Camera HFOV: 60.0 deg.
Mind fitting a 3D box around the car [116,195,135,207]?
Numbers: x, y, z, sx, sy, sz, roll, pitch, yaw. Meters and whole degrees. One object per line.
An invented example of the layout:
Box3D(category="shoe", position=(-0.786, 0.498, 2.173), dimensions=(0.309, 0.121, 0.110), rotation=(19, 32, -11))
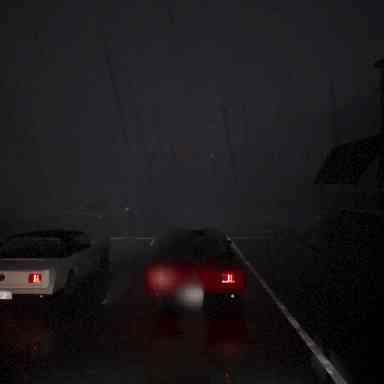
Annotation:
Box3D(category="car", position=(-10.597, 1.526, 52.043), dimensions=(1.812, 1.442, 4.674), rotation=(0, 0, 0))

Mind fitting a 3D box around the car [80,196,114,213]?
Box3D(category="car", position=(-10.605, 1.548, 37.966), dimensions=(2.033, 1.411, 5.357), rotation=(0, 0, 0))

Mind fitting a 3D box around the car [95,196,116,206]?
Box3D(category="car", position=(-14.095, 1.490, 54.325), dimensions=(2.128, 1.511, 4.902), rotation=(0, 0, 0))

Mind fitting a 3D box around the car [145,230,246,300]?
Box3D(category="car", position=(0.077, 1.601, 8.323), dimensions=(1.895, 1.301, 4.718), rotation=(0, 0, 0))

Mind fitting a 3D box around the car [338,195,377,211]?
Box3D(category="car", position=(14.158, 1.057, 28.512), dimensions=(4.181, 1.385, 1.994), rotation=(-14, 0, -1))

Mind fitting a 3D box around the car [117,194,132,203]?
Box3D(category="car", position=(-14.008, 1.355, 69.310), dimensions=(2.097, 1.767, 4.553), rotation=(0, 0, 0))

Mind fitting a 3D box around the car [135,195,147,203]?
Box3D(category="car", position=(-10.520, 1.354, 67.339), dimensions=(2.097, 1.767, 4.553), rotation=(0, 0, 0))

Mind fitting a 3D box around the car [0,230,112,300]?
Box3D(category="car", position=(-3.424, 1.601, 8.305), dimensions=(1.895, 1.301, 4.718), rotation=(0, 0, 0))

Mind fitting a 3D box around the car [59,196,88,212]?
Box3D(category="car", position=(-14.103, 1.563, 39.462), dimensions=(1.994, 1.385, 4.181), rotation=(0, 0, 0))
